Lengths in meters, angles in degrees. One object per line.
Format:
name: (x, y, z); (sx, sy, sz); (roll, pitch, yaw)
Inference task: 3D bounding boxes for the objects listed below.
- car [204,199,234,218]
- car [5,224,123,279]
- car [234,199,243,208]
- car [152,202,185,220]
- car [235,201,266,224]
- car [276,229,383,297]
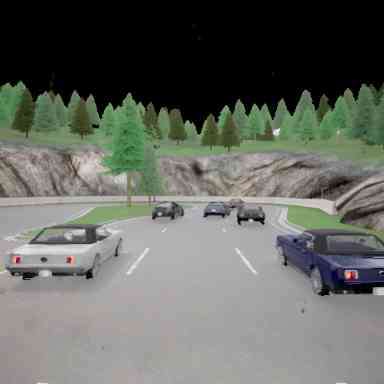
car: (2.400, 1.564, 30.683); (1.994, 1.385, 4.181); (0, 0, 15)
car: (-3.395, 1.601, 9.948); (1.895, 1.301, 4.718); (0, 0, 0)
car: (5.689, 1.547, 42.620); (2.033, 1.411, 5.357); (0, 0, 15)
car: (-1.949, 1.526, 27.973); (1.812, 1.442, 4.674); (0, 0, 13)
car: (4.348, 1.601, 24.510); (1.895, 1.301, 4.718); (0, 0, 9)
car: (3.602, 1.601, 8.557); (1.895, 1.301, 4.718); (0, 0, 0)
